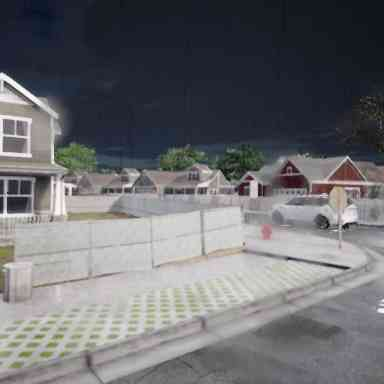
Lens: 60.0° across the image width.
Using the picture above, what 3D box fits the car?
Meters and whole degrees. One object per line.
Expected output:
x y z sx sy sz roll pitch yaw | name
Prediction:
7.277 1.149 20.354 2.150 2.045 5.566 -2 2 -32 | car
